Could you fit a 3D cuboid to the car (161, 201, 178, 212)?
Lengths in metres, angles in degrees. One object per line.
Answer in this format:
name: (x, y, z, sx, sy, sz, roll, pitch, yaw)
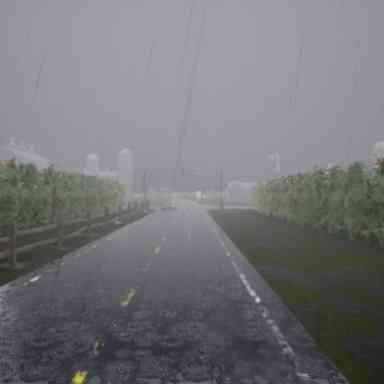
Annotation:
car: (-2.764, 1.850, 42.297, 1.994, 1.385, 4.181, 0, 0, 0)
